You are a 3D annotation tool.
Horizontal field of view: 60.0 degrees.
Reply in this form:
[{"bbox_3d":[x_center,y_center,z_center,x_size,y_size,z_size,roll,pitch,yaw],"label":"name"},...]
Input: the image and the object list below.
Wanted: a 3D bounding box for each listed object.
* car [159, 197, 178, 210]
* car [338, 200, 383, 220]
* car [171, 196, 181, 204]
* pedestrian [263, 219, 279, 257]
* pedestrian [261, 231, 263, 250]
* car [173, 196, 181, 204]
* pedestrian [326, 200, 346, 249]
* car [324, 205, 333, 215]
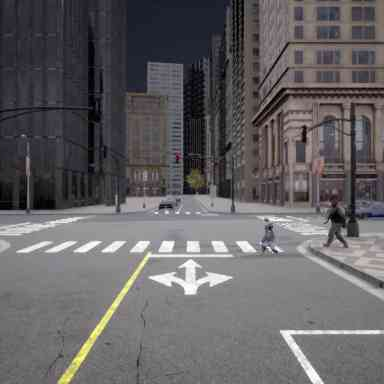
[{"bbox_3d":[-3.211,1.649,42.897,1.895,1.301,4.718,0,0,0],"label":"car"},{"bbox_3d":[14.993,1.514,26.777,5.357,1.411,2.033,0,0,0],"label":"car"},{"bbox_3d":[-3.244,1.612,68.233,1.837,1.490,4.892,0,2,0],"label":"car"},{"bbox_3d":[2.782,1.296,11.564,0.375,1.860,0.375,0,0,0],"label":"pedestrian"},{"bbox_3d":[2.934,1.575,12.760,0.375,1.300,0.375,0,0,0],"label":"pedestrian"},{"bbox_3d":[-3.250,1.566,54.149,2.128,1.511,4.902,0,0,0],"label":"car"},{"bbox_3d":[5.254,1.142,12.171,0.375,1.860,0.375,0,0,0],"label":"pedestrian"},{"bbox_3d":[14.513,1.484,30.073,4.902,1.511,2.128,0,0,-2],"label":"car"}]
